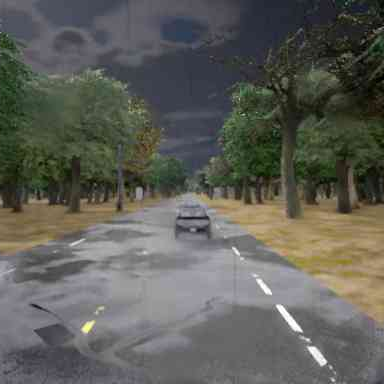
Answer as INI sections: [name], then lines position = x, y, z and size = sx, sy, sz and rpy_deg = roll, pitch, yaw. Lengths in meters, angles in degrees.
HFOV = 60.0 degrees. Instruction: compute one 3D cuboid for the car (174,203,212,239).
[car]
position = 0.043, 1.566, 17.902
size = 2.128, 1.511, 4.902
rpy_deg = 0, 0, 0
